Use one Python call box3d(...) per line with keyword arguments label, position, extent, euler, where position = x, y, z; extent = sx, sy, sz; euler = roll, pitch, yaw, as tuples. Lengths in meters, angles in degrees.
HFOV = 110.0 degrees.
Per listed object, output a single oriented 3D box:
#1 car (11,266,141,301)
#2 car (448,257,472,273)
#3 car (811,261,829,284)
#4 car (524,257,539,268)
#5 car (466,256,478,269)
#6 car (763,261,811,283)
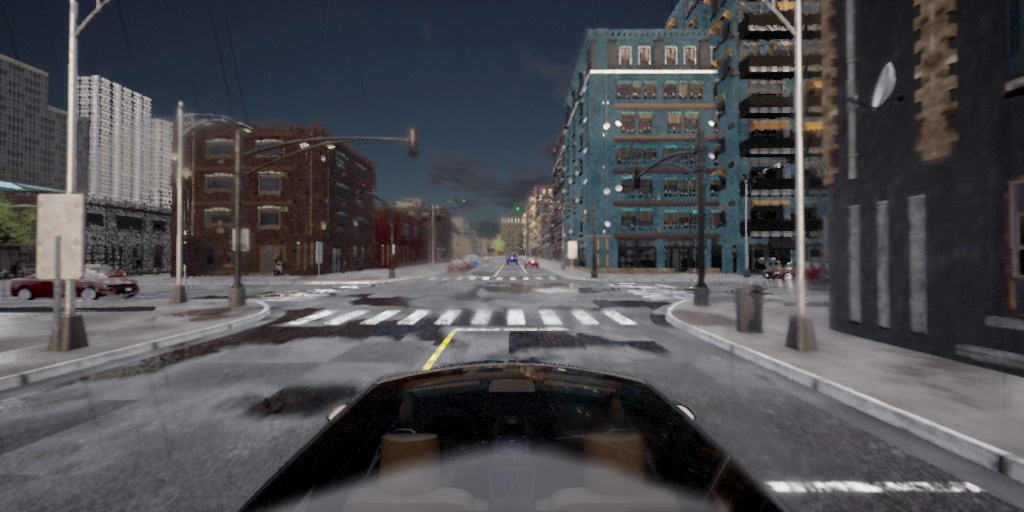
box3d(label="car", position=(-19.294, 1.263, 15.973), extent=(4.507, 1.381, 1.888), euler=(0, 0, 1))
box3d(label="car", position=(-5.765, 1.033, 38.680), extent=(1.888, 1.381, 4.507), euler=(0, 0, 0))
box3d(label="car", position=(21.245, 0.980, 21.521), extent=(4.674, 1.442, 1.812), euler=(0, -1, 1))
box3d(label="car", position=(2.692, 0.846, 50.109), extent=(1.967, 1.591, 4.097), euler=(0, 0, 0))
box3d(label="car", position=(-5.689, 0.993, 44.361), extent=(1.888, 1.381, 4.507), euler=(0, 0, 0))
box3d(label="car", position=(19.477, 1.045, 24.210), extent=(4.507, 1.381, 1.888), euler=(0, 0, 1))
